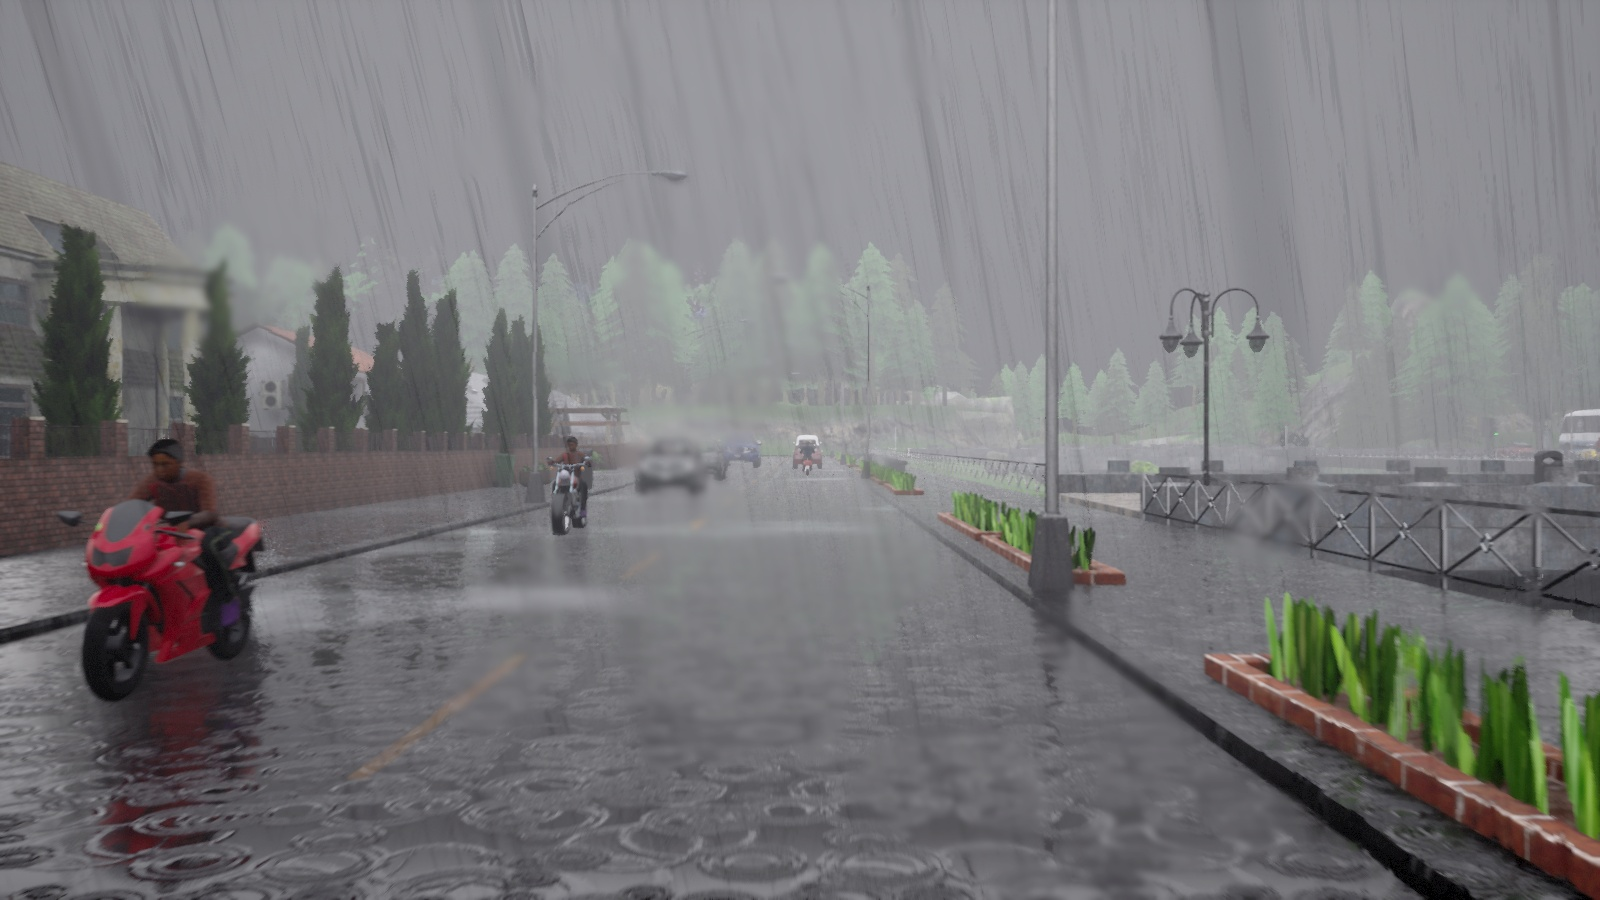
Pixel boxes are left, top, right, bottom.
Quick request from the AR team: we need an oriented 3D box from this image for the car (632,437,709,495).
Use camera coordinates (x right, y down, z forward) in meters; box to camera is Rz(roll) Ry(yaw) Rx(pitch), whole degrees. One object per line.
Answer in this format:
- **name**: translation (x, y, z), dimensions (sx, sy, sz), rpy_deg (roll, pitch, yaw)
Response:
- **car**: translation (-3.771, 0.432, 37.159), dimensions (1.851, 1.617, 3.988), rpy_deg (0, 0, 0)

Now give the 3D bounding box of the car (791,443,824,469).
- **car**: translation (0.437, 0.348, 73.291), dimensions (1.845, 1.501, 3.633), rpy_deg (0, 0, 0)

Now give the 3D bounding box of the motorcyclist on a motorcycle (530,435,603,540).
- **motorcyclist on a motorcycle**: translation (-3.865, 0.576, 20.964), dimensions (0.766, 1.649, 2.350), rpy_deg (0, 0, 0)

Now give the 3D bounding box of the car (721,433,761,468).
- **car**: translation (-3.544, 0.031, 76.647), dimensions (2.150, 2.045, 5.566), rpy_deg (0, 0, 0)

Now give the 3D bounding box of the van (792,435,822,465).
- **van**: translation (0.527, -0.031, 88.889), dimensions (2.069, 2.038, 4.480), rpy_deg (0, 0, 0)

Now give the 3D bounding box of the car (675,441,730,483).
- **car**: translation (-3.708, 0.450, 48.194), dimensions (1.789, 1.549, 3.705), rpy_deg (0, 0, 0)

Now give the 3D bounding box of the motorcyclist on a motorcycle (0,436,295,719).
- **motorcyclist on a motorcycle**: translation (-3.942, 0.682, 7.778), dimensions (0.797, 1.523, 2.044), rpy_deg (0, 0, 0)
